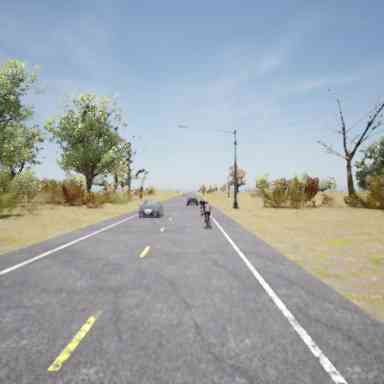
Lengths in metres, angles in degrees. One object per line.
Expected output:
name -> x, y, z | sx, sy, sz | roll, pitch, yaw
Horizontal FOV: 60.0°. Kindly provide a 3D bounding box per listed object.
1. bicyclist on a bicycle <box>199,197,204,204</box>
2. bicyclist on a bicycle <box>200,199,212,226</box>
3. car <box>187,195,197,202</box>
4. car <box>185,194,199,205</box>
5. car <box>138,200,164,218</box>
bicyclist on a bicycle -> 0.964, 1.313, 30.903 | 0.659, 1.776, 1.843 | 0, 0, 0
bicyclist on a bicycle -> 0.964, 1.416, 20.661 | 0.582, 1.620, 1.656 | 0, 0, 0
car -> 0.000, 1.389, 73.941 | 2.033, 1.411, 5.357 | 0, 0, 0
car -> 0.100, 1.395, 55.567 | 1.837, 1.490, 4.892 | 0, 0, 0
car -> -3.593, 1.437, 29.570 | 2.128, 1.511, 4.902 | 0, 0, 0
